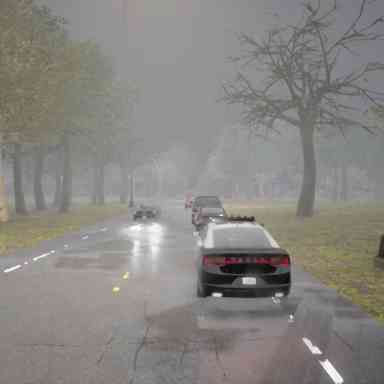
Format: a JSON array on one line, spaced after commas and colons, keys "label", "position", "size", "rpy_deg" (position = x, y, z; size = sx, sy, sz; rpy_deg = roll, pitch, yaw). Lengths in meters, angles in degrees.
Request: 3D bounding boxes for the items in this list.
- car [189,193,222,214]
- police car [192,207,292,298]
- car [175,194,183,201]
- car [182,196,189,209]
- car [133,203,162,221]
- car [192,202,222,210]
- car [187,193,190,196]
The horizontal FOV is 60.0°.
[{"label": "car", "position": [1.050, 1.235, 24.608], "size": [2.150, 2.045, 5.566], "rpy_deg": [0, 0, 0]}, {"label": "police car", "position": [1.050, 1.428, 8.685], "size": [1.930, 1.638, 5.238], "rpy_deg": [0, 0, 0]}, {"label": "car", "position": [-3.501, 1.502, 91.843], "size": [2.097, 1.767, 4.553], "rpy_deg": [0, 0, 0]}, {"label": "car", "position": [0.014, 1.597, 45.693], "size": [1.994, 1.385, 4.181], "rpy_deg": [0, 0, 0]}, {"label": "car", "position": [-3.601, 1.613, 27.374], "size": [1.895, 1.301, 4.718], "rpy_deg": [0, 0, 0]}, {"label": "car", "position": [1.049, 1.513, 18.578], "size": [1.837, 1.490, 4.892], "rpy_deg": [0, 0, 0]}, {"label": "car", "position": [0.000, 1.278, 60.139], "size": [2.150, 2.045, 5.566], "rpy_deg": [0, 0, 0]}]
